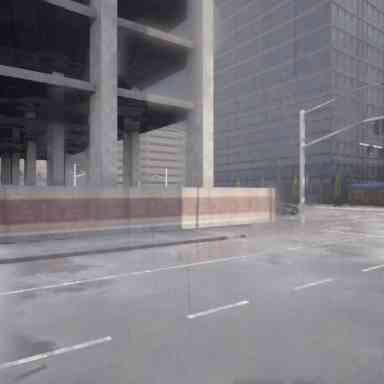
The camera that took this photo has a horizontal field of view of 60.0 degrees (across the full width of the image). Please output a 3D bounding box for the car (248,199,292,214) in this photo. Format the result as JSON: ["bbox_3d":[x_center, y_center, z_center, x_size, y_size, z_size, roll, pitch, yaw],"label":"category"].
[{"bbox_3d":[8.542,1.526,36.933,1.812,1.442,4.674,0,0,-36],"label":"car"}]

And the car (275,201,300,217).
[{"bbox_3d":[8.134,1.563,31.532,1.994,1.385,4.181,0,0,-36],"label":"car"}]

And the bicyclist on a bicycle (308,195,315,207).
[{"bbox_3d":[16.610,1.301,46.220,1.656,1.620,0.582,0,0,-36],"label":"bicyclist on a bicycle"}]
